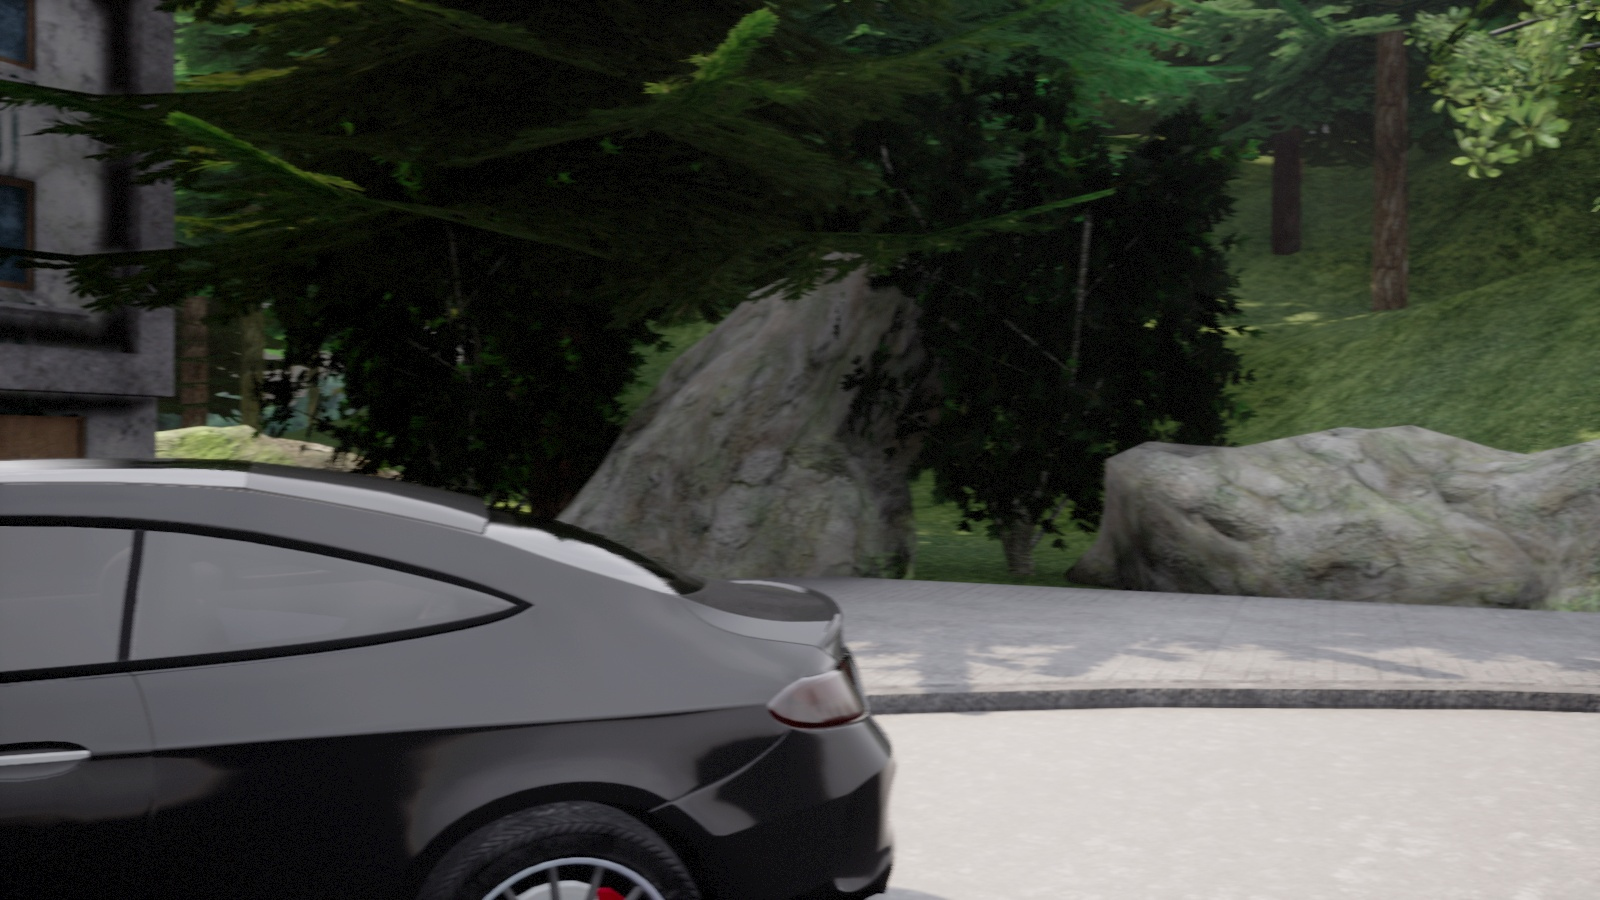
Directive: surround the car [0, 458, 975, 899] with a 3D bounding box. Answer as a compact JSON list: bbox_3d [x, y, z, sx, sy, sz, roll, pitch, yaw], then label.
[{"bbox_3d":[-2.080,0.757,3.021,4.674,1.442,1.812,0,0,-22],"label":"car"}]
